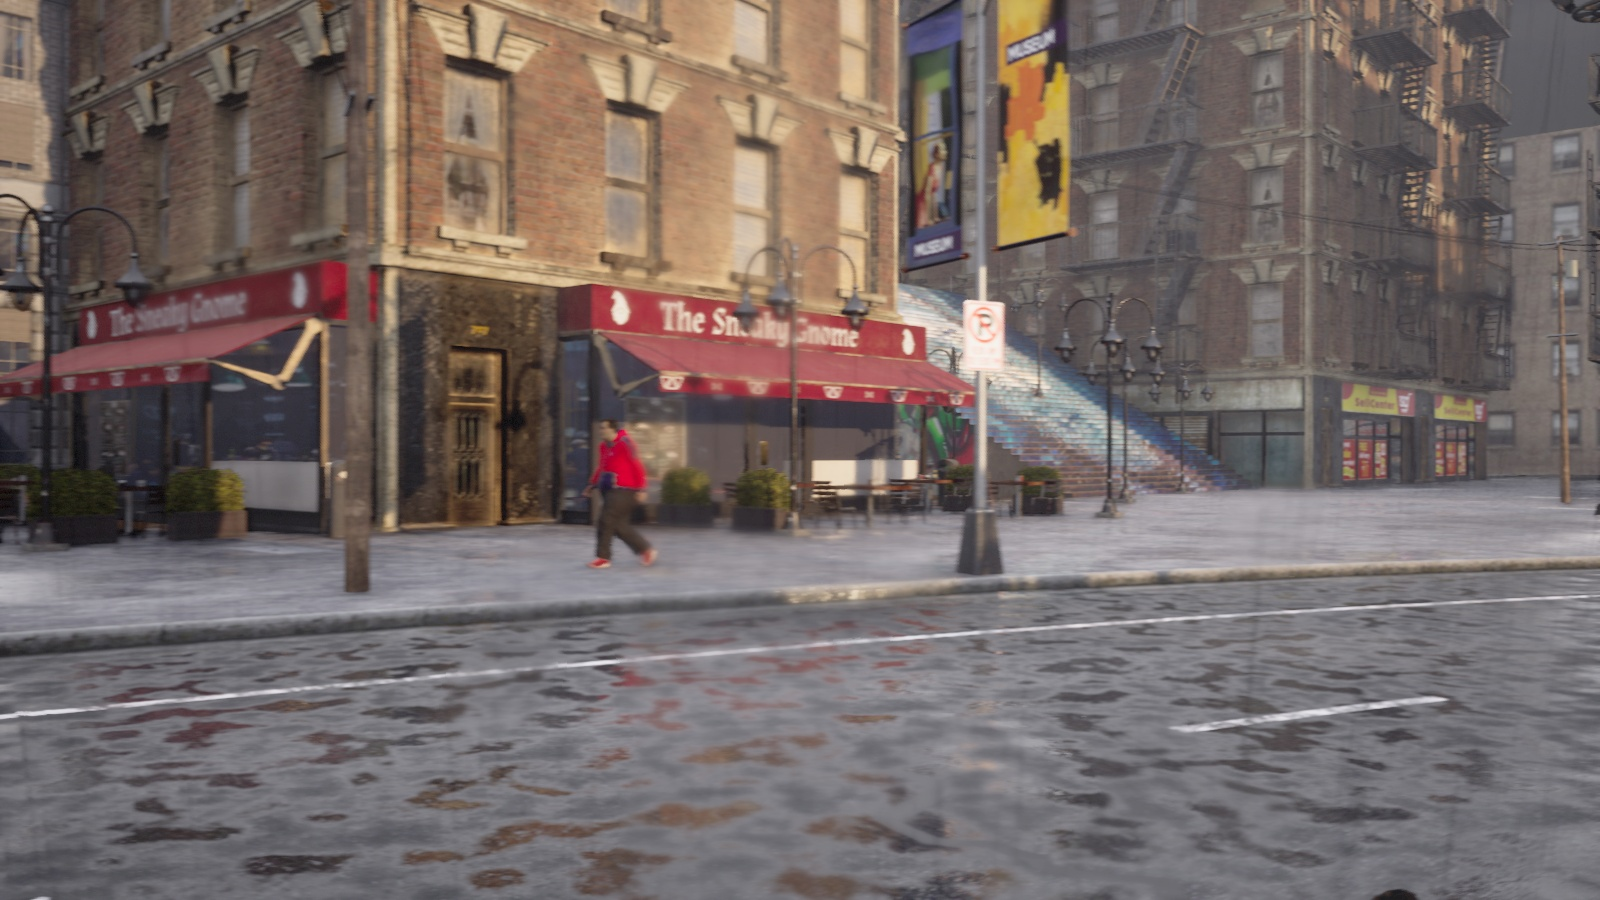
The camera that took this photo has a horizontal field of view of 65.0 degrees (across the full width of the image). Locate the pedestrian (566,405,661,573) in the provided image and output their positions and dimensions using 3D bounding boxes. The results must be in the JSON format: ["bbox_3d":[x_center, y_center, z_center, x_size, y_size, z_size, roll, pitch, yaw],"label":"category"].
[{"bbox_3d":[-2.132,0.430,14.358,0.899,1.844,0.634,0,0,-32],"label":"pedestrian"}]
